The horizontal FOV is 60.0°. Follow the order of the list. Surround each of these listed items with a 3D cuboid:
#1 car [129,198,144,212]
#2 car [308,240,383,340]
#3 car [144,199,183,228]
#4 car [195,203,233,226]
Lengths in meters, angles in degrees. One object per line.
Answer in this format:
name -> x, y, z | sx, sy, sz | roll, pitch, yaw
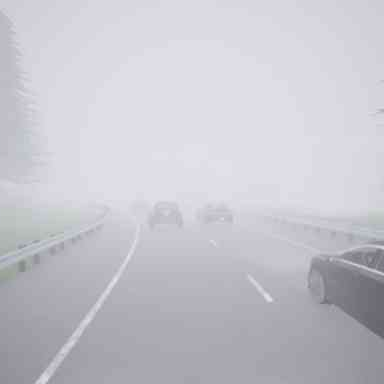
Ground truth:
car -> -6.311, 1.516, 39.682 | 2.128, 1.511, 4.902 | 0, 0, -18
car -> 3.434, 1.487, 5.176 | 2.128, 1.511, 4.902 | 0, 0, -2
car -> -1.929, 1.363, 22.470 | 2.097, 1.767, 4.553 | 0, 0, -10
car -> 1.476, 1.496, 23.339 | 2.128, 1.511, 4.902 | 0, 0, -10
